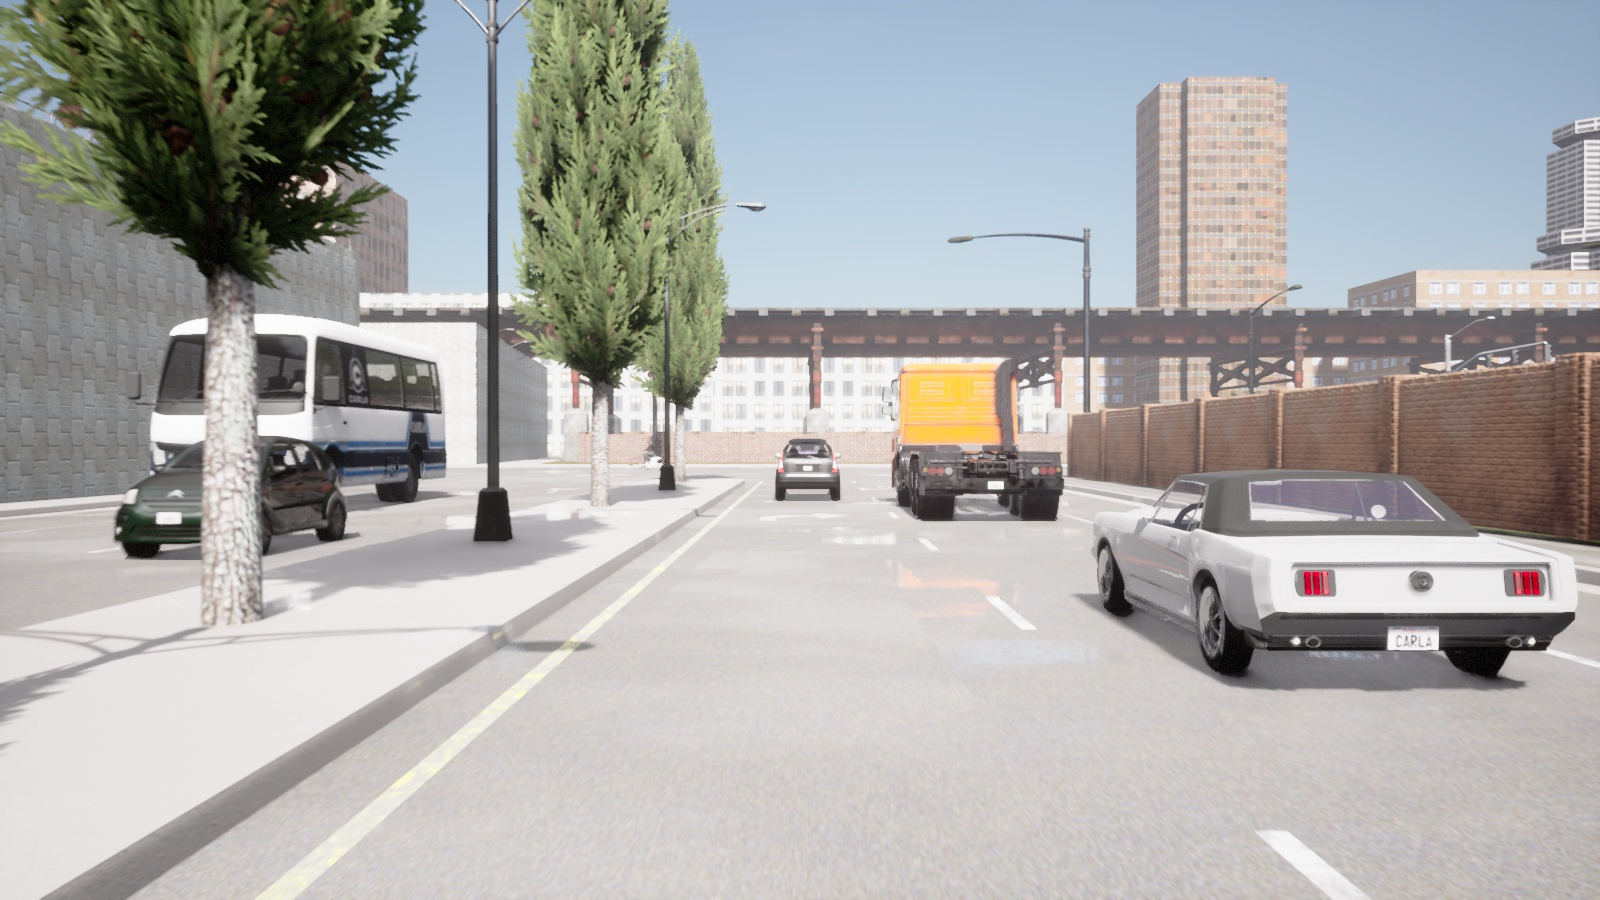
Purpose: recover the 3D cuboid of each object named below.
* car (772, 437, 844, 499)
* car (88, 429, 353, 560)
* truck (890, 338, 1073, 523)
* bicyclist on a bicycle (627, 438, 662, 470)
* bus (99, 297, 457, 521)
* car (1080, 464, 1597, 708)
[{"bbox_3d":[0.210,0.452,34.288,1.851,1.617,3.988,0,0,0],"label":"car"},{"bbox_3d":[-7.885,0.539,17.550,1.851,1.617,3.988,0,0,0],"label":"car"},{"bbox_3d":[3.672,-0.387,27.395,2.891,3.462,7.936,0,0,0],"label":"truck"},{"bbox_3d":[-8.585,0.219,69.357,1.843,1.776,0.659,0,0,1],"label":"bicyclist on a bicycle"},{"bbox_3d":[-11.320,-0.802,28.992,3.944,4.253,10.273,0,0,0],"label":"bus"},{"bbox_3d":[3.569,0.796,9.467,1.895,1.301,4.718,0,0,0],"label":"car"}]
